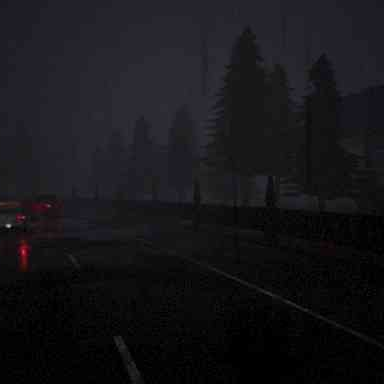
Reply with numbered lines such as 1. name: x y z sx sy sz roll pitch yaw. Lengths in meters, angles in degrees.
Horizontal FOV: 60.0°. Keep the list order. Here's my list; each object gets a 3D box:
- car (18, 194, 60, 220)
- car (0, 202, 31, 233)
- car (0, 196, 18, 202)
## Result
1. car: -12.972 1.211 28.447 2.150 2.045 5.566 0 0 -37
2. car: -10.650 1.520 19.078 1.812 1.442 4.674 0 -1 -32
3. car: -21.315 1.338 38.112 2.097 1.767 4.553 0 0 -43
